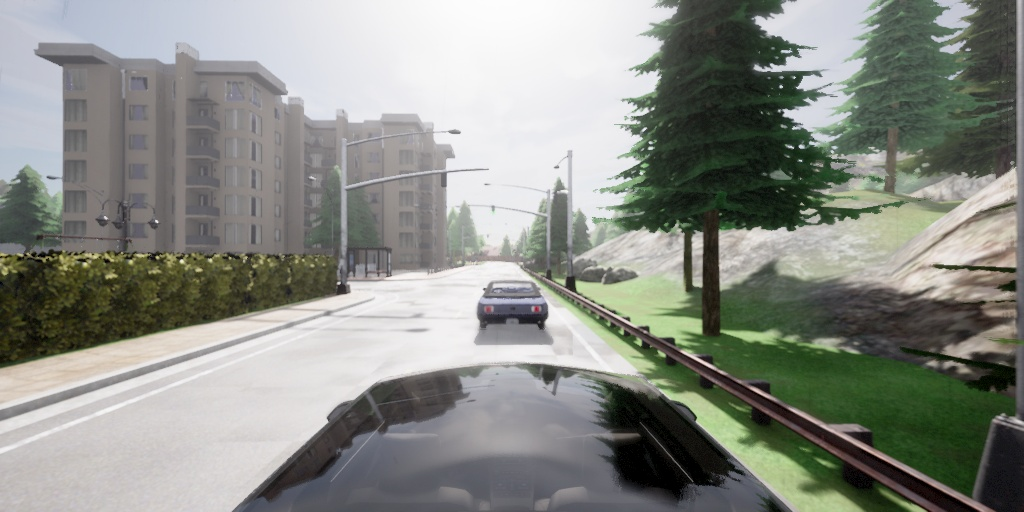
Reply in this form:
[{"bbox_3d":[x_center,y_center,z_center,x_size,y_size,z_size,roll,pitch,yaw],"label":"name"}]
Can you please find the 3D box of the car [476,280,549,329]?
[{"bbox_3d":[-0.007,1.392,11.345,1.895,1.301,4.718,0,0,-1],"label":"car"}]
